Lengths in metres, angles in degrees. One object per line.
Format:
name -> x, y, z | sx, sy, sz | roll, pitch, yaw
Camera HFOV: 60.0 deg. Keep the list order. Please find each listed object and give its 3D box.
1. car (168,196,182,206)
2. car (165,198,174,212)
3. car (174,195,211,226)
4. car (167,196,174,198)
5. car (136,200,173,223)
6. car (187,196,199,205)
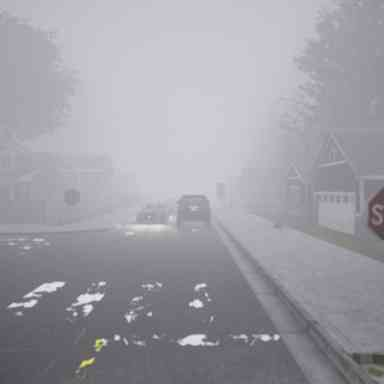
car -> -2.769, 1.440, 54.921 | 2.128, 1.511, 4.902 | 0, 0, 1
car -> -2.825, 1.555, 34.790 | 1.895, 1.301, 4.718 | 0, 0, 0
car -> 0.116, 1.190, 23.092 | 2.150, 2.045, 5.566 | 0, 0, 0
car -> -2.821, 1.424, 44.890 | 1.882, 1.535, 5.008 | 0, 0, 0
car -> -2.841, 1.531, 24.833 | 1.994, 1.385, 4.181 | 0, 0, 3
car -> 0.136, 1.427, 56.621 | 1.882, 1.535, 5.008 | 0, 0, 0
